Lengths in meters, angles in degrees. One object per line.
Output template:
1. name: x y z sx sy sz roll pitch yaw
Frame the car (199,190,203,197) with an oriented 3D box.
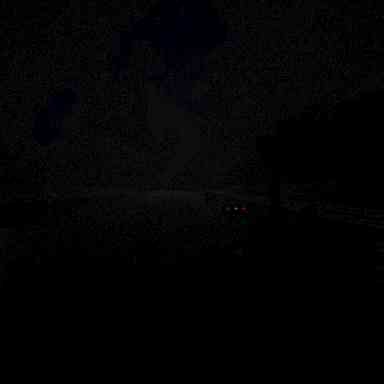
1. car: 3.524 0.402 86.688 2.150 2.045 5.566 0 1 0

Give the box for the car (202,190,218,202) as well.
1. car: 3.517 0.881 61.806 2.097 1.767 4.553 0 1 0

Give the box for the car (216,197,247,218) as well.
1. car: 3.508 1.355 28.896 2.033 1.411 5.357 0 0 0

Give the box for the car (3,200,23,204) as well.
1. car: -17.492 1.031 31.040 1.994 1.385 4.181 0 0 0
